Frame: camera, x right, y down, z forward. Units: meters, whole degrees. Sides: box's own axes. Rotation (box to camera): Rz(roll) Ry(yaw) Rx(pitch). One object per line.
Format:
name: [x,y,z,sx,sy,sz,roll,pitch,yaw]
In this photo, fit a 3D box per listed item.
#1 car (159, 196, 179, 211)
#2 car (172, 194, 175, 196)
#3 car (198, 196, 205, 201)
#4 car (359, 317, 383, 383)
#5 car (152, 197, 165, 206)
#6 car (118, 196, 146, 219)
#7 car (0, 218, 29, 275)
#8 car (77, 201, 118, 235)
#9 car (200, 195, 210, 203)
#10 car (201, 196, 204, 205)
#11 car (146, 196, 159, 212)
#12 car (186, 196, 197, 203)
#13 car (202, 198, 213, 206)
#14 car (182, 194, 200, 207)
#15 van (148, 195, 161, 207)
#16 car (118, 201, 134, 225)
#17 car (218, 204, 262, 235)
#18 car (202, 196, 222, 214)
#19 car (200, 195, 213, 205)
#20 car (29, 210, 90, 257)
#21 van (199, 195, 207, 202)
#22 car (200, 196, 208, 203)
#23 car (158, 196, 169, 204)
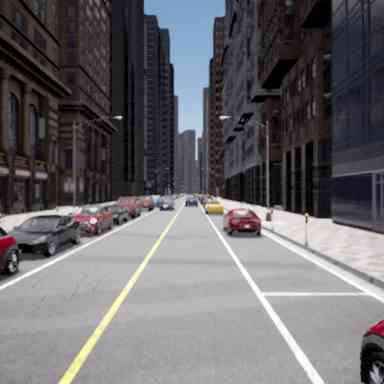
car: [-3.154,1.582,42.372,2.128,1.511,4.902,0,0,0]
car: [-5.881,1.631,80.388,1.967,1.590,4.097,0,0,0]
car: [2.627,1.805,91.620,1.802,1.307,4.206,0,0,0]
car: [2.763,1.445,1.987,1.967,1.590,4.097,0,0,0]
car: [-5.847,1.654,57.810,1.752,1.417,4.829,0,0,0]
car: [-5.804,1.377,29.973,2.192,1.841,5.009,0,0,0]
car: [-5.771,1.456,7.566,1.967,1.590,4.097,0,0,0]
car: [-5.788,1.479,18.769,1.967,1.590,4.097,0,0,0]
car: [2.687,1.555,52.406,1.967,1.590,4.097,0,0,0]
car: [2.695,1.652,46.803,2.008,1.369,4.403,0,0,0]
car: [-5.821,1.402,41.176,2.192,1.841,5.009,0,0,0]
car: [-0.106,1.612,70.830,2.128,1.511,4.902,0,0,0]
car: [2.678,1.711,58.007,1.802,1.307,4.206,0,0,0]
car: [-0.081,1.471,54.181,2.097,1.767,4.553,0,0,0]
van: [-5.838,1.456,52.379,1.690,1.788,3.998,0,0,0]
car: [-5.796,1.616,24.370,1.947,1.339,4.313,0,0,0]
car: [2.737,1.584,18.793,1.887,1.381,4.507,0,0,0]
car: [2.297,1.532,35.639,1.801,1.575,5.366,0,0,0]
car: [2.670,1.459,63.610,2.192,1.841,5.009,0,0,0]
car: [-5.780,1.593,13.167,1.947,1.339,4.313,0,0,0]
van: [2.645,1.532,80.416,1.690,1.788,3.998,0,0,0]
car: [2.652,1.701,74.984,1.752,1.417,4.829,0,0,0]
car: [-5.864,1.600,69.185,1.967,1.590,4.097,0,0,0]
